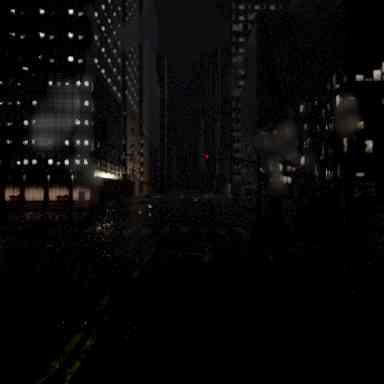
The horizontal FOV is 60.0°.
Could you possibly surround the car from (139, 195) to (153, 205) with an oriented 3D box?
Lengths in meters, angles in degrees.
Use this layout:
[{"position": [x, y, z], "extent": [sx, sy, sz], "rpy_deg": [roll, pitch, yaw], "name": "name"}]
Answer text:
[{"position": [-7.122, 1.186, 52.183], "extent": [1.812, 1.442, 4.674], "rpy_deg": [0, 1, -1], "name": "car"}]
